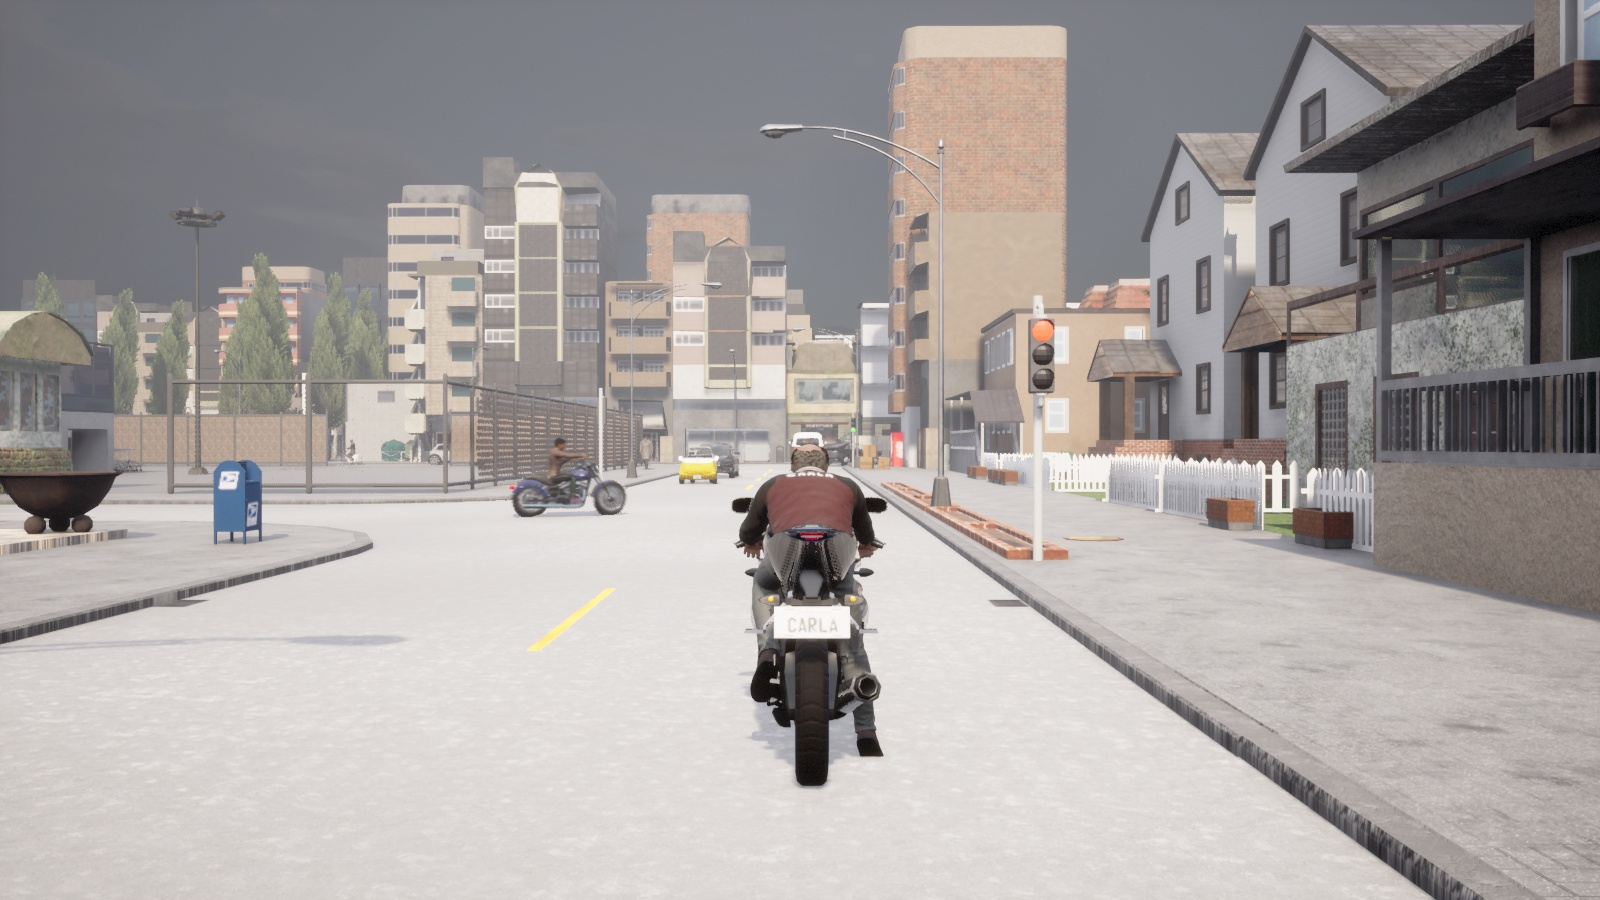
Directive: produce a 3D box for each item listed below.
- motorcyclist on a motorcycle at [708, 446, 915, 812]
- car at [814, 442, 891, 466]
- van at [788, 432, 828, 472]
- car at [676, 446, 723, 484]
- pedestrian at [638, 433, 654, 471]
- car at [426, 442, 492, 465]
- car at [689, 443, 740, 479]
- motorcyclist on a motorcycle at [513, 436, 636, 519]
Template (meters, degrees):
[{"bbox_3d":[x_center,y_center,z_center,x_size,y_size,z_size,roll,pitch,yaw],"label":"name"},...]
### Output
[{"bbox_3d":[0.050,0.746,6.352,0.866,1.530,2.191,0,0,0],"label":"motorcyclist on a motorcycle"},{"bbox_3d":[3.424,0.249,80.900,4.902,1.511,2.128,0,0,-43],"label":"car"},{"bbox_3d":[0.412,0.093,66.872,2.069,2.038,4.480,0,0,0],"label":"van"},{"bbox_3d":[-3.681,0.537,46.247,1.481,1.376,2.207,0,0,1],"label":"car"},{"bbox_3d":[-7.984,0.082,65.186,0.659,1.952,0.873,0,0,4],"label":"pedestrian"},{"bbox_3d":[-22.269,0.230,82.157,3.806,1.475,1.970,0,0,1],"label":"car"},{"bbox_3d":[-3.660,0.441,54.512,1.837,1.490,4.892,0,0,1],"label":"car"},{"bbox_3d":[-4.581,0.549,25.483,2.350,1.649,0.766,0,-1,-21],"label":"motorcyclist on a motorcycle"}]
